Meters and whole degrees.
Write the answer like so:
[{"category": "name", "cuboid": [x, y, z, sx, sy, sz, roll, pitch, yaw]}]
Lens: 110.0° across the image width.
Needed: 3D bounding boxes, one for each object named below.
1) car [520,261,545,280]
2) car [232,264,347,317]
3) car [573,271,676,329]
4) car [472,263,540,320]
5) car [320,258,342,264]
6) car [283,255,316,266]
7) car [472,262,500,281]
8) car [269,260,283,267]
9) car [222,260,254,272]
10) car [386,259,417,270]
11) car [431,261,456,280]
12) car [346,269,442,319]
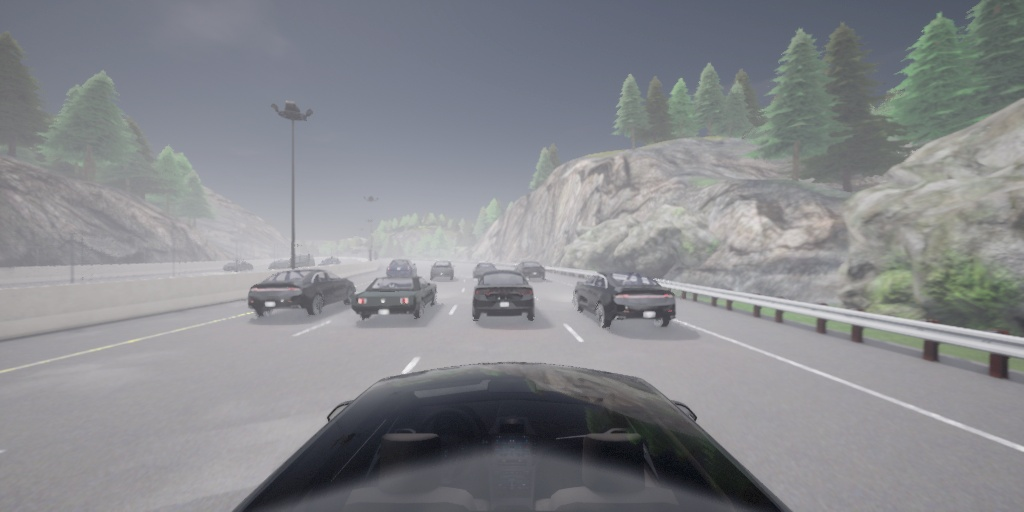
[{"category": "car", "cuboid": [1.369, 1.145, 29.466, 1.882, 1.535, 5.008, 0, 0, -8]}, {"category": "car", "cuboid": [-7.404, 1.222, 13.174, 2.128, 1.511, 4.902, 0, 0, -3]}, {"category": "car", "cuboid": [3.226, 1.208, 11.181, 2.128, 1.511, 4.902, 0, 0, -3]}, {"category": "car", "cuboid": [-0.355, 1.197, 12.522, 1.882, 1.535, 5.008, 0, 0, -3]}, {"category": "car", "cuboid": [-24.214, 1.013, 48.096, 2.097, 1.767, 4.553, 0, 0, -15]}, {"category": "car", "cuboid": [-27.563, 0.892, 47.176, 2.150, 2.045, 5.566, 0, 0, -15]}, {"category": "car", "cuboid": [-2.252, 1.236, 30.013, 1.994, 1.385, 4.181, 0, 0, -8]}, {"category": "car", "cuboid": [-31.995, 1.218, 49.935, 2.033, 1.411, 5.357, 0, 0, -16]}, {"category": "car", "cuboid": [-34.181, 1.253, 44.825, 1.994, 1.385, 4.181, 0, 0, -15]}, {"category": "car", "cuboid": [-9.545, 1.034, 31.227, 2.097, 1.767, 4.553, 0, 0, -9]}, {"category": "car", "cuboid": [-5.830, 1.170, 30.254, 2.128, 1.511, 4.902, 0, 0, -9]}, {"category": "car", "cuboid": [-3.850, 1.326, 12.630, 1.895, 1.301, 4.718, 0, 0, -4]}]
